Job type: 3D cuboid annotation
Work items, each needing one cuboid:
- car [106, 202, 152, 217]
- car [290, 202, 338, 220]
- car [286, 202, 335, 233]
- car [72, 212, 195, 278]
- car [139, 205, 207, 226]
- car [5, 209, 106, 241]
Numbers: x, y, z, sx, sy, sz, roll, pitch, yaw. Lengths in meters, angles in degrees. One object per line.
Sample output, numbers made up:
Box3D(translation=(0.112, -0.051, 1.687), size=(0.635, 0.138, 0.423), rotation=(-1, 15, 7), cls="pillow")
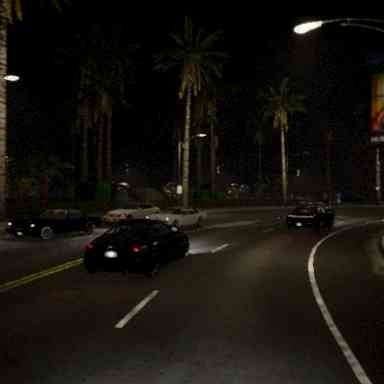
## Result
Box3D(translation=(-3.906, 1.418, 22.878), size=(1.812, 1.442, 4.674), rotation=(0, 0, 31), cls="car")
Box3D(translation=(11.163, 1.657, 30.311), size=(5.357, 1.411, 2.033), rotation=(1, 0, -45), cls="car")
Box3D(translation=(7.249, 1.563, 20.157), size=(2.128, 1.511, 4.902), rotation=(0, 0, 35), cls="car")
Box3D(translation=(-1.500, 1.555, 10.345), size=(1.994, 1.385, 4.181), rotation=(0, 0, 16), cls="car")
Box3D(translation=(-0.917, 1.609, 21.060), size=(1.895, 1.301, 4.718), rotation=(0, 0, 31), cls="car")
Box3D(translation=(-6.791, 1.548, 16.825), size=(1.895, 1.301, 4.718), rotation=(0, 0, 24), cls="car")
